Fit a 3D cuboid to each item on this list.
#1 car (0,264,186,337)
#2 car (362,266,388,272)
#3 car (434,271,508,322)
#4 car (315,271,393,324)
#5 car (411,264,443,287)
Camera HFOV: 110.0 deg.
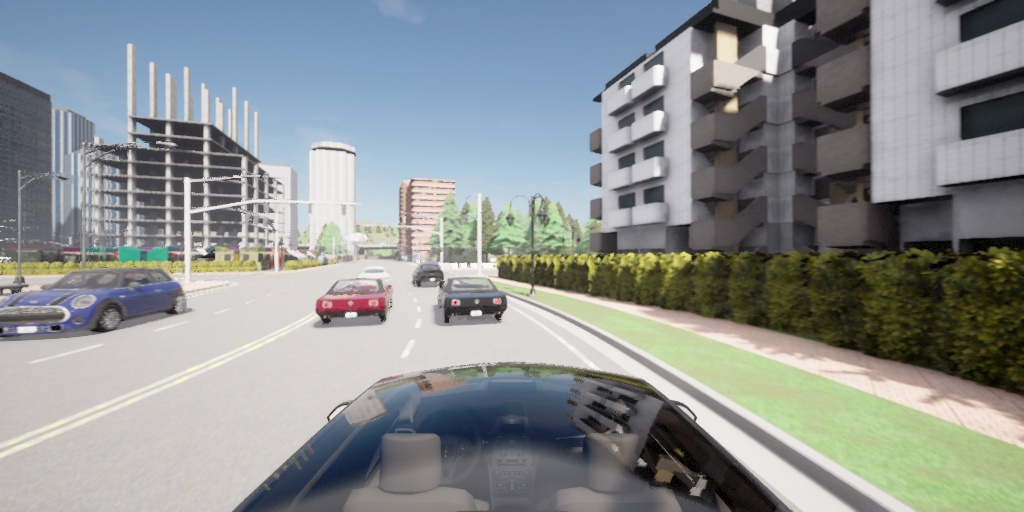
[{"bbox_3d":[-12.100,1.159,10.650,2.097,1.767,4.553,0,0,-16],"label":"car"},{"bbox_3d":[-8.205,1.331,21.476,1.812,1.442,4.674,0,0,-20],"label":"car"},{"bbox_3d":[-1.572,1.369,12.519,1.895,1.301,4.718,0,0,-14],"label":"car"},{"bbox_3d":[-5.119,1.383,12.279,1.895,1.301,4.718,0,0,-15],"label":"car"},{"bbox_3d":[-6.010,1.305,25.636,1.837,1.490,4.892,0,0,-20],"label":"car"}]
